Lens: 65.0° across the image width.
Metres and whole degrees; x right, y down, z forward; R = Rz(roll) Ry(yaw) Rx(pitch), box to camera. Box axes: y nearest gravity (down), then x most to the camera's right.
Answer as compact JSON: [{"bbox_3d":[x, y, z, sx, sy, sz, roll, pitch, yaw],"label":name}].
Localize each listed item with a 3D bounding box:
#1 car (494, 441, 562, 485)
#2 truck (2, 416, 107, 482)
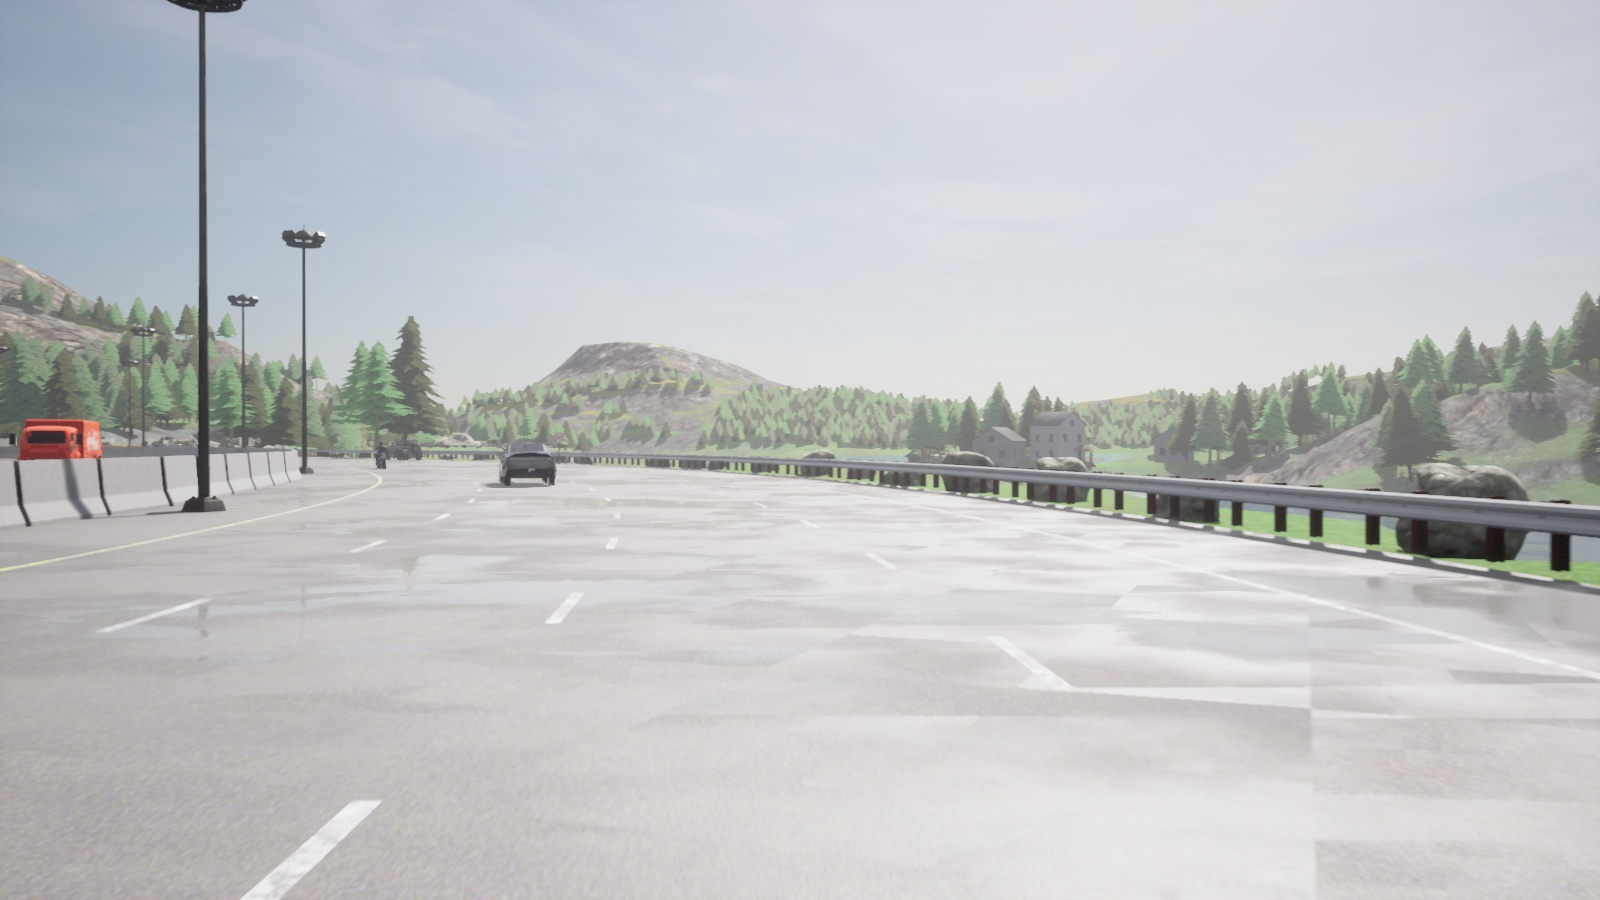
[{"bbox_3d":[-10.082,0.437,46.283,2.128,1.511,4.902,0,0,-16],"label":"car"},{"bbox_3d":[-29.721,-0.037,50.249,2.627,2.467,5.204,0,0,-19],"label":"truck"}]
